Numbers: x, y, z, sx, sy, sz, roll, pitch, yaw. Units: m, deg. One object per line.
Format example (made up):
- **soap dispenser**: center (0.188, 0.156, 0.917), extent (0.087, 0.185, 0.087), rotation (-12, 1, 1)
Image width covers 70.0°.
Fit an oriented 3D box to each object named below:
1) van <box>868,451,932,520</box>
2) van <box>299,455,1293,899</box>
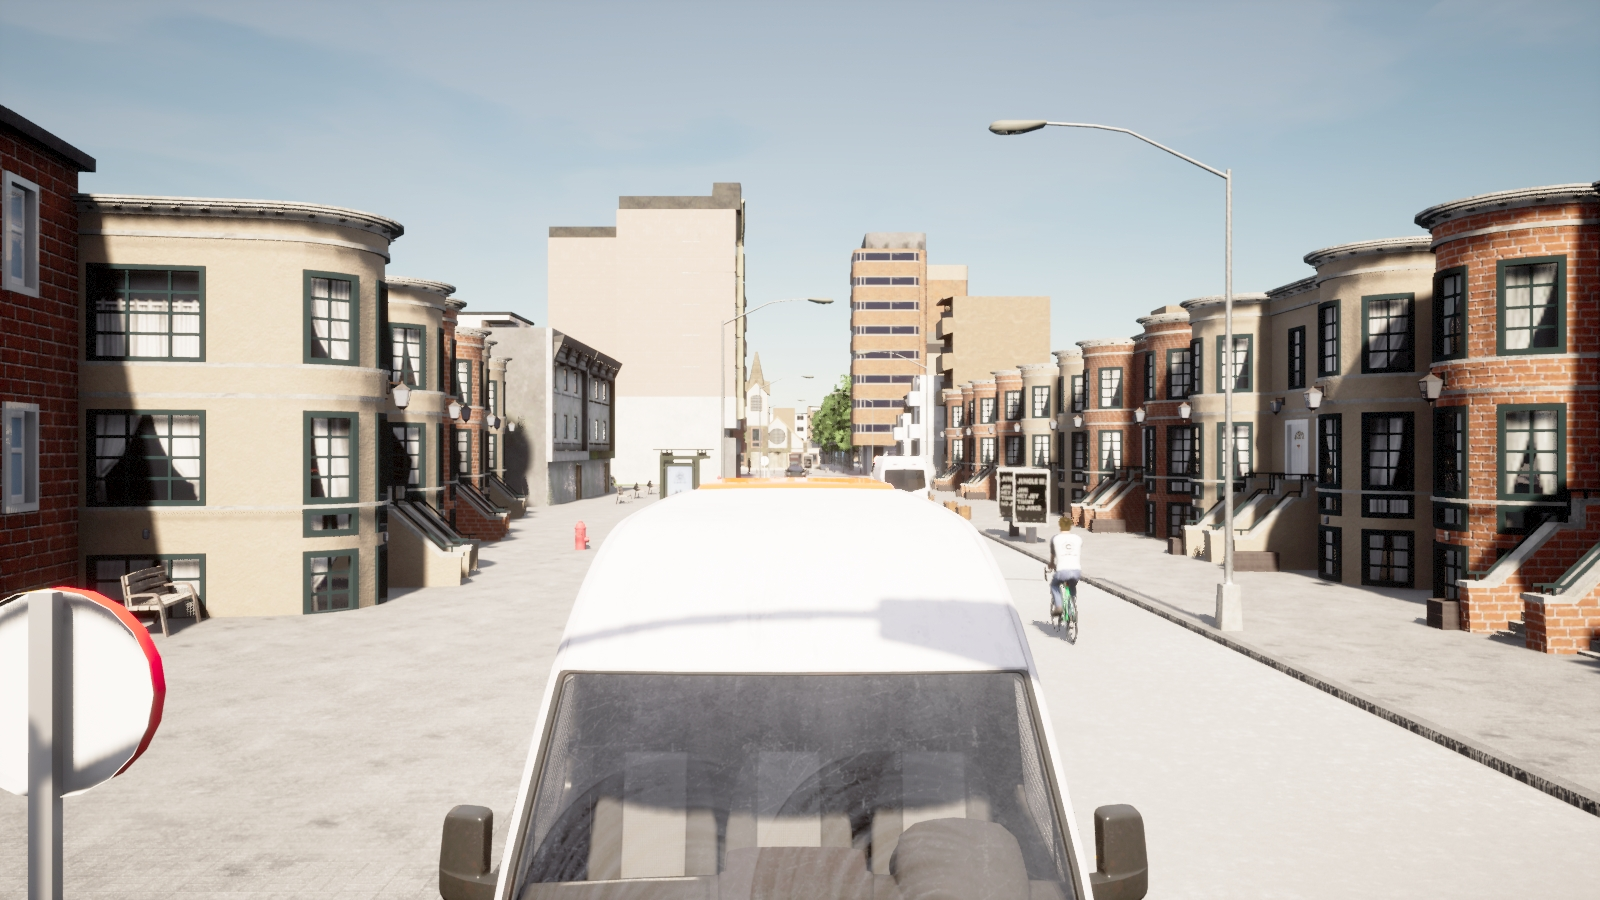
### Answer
- **van**: center (3.860, 1.314, 45.029), extent (1.988, 2.561, 5.915), rotation (0, 0, 0)
- **van**: center (-0.019, 1.314, 5.243), extent (1.988, 2.561, 5.915), rotation (0, 0, 0)
